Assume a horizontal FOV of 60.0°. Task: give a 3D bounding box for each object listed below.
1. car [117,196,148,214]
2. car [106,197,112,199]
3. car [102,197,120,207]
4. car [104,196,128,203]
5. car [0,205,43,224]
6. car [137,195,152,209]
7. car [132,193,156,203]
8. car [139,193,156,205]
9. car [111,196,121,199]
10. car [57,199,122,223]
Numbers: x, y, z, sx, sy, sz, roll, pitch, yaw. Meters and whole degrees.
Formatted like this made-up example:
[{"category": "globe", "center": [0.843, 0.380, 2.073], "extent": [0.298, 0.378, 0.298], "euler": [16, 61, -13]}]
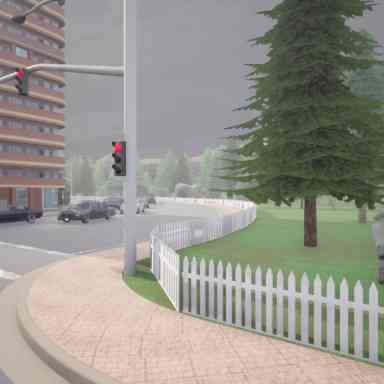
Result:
[{"category": "car", "center": [-6.140, 1.470, 34.704], "extent": [1.812, 1.442, 4.674], "euler": [0, 0, 3]}, {"category": "car", "center": [-9.853, 1.492, 31.812], "extent": [2.033, 1.411, 5.357], "euler": [0, 0, 8]}, {"category": "car", "center": [-12.621, 1.508, 51.542], "extent": [1.994, 1.385, 4.181], "euler": [0, 0, -24]}, {"category": "car", "center": [-15.617, 1.492, 67.872], "extent": [5.357, 1.411, 2.033], "euler": [0, 0, 42]}, {"category": "car", "center": [-12.653, 1.545, 22.578], "extent": [1.895, 1.301, 4.718], "euler": [0, 0, 23]}, {"category": "car", "center": [-6.897, 1.470, 44.895], "extent": [1.812, 1.442, 4.674], "euler": [0, 0, -13]}, {"category": "car", "center": [-9.557, 1.166, 66.407], "extent": [2.150, 2.045, 5.566], "euler": [0, 0, -40]}, {"category": "car", "center": [-7.877, 1.447, 57.725], "extent": [1.837, 1.490, 4.892], "euler": [0, -1, -29]}, {"category": "car", "center": [-9.767, 1.492, 41.886], "extent": [2.033, 1.411, 5.357], "euler": [0, 0, -7]}, {"category": "car", "center": [-7.768, 1.492, 25.260], "extent": [2.033, 1.411, 5.357], "euler": [0, 0, 17]}]
